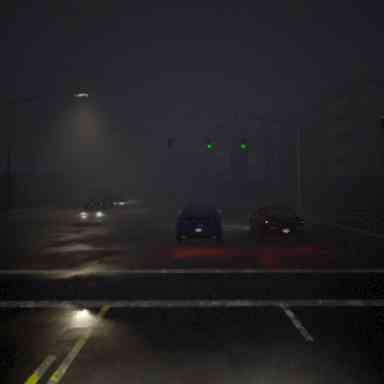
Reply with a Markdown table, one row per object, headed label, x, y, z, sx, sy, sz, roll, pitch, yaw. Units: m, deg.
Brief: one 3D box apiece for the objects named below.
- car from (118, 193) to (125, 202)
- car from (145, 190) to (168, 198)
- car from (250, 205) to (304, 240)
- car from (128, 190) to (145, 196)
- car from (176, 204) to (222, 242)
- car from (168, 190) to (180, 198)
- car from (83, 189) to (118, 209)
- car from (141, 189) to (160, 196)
| label | x | y | z | sx | sy | sz | roll | pitch | yaw |
| --- | --- | --- | --- | --- | --- | --- | --- | --- | --- |
| car | -11.074 | 0.827 | 49.857 | 1.994 | 1.385 | 4.181 | 0 | 1 | -13 |
| car | -7.314 | 0.464 | 68.182 | 1.812 | 1.442 | 4.674 | -1 | 1 | -32 |
| car | 3.879 | 1.330 | 15.632 | 1.812 | 1.442 | 4.674 | 0 | 1 | 3 |
| car | -12.583 | 0.217 | 74.958 | 1.837 | 1.490 | 4.892 | -1 | 1 | -45 |
| car | 0.367 | 1.290 | 15.384 | 1.882 | 1.535 | 5.008 | 0 | 1 | 2 |
| car | -4.218 | 0.407 | 69.815 | 1.837 | 1.490 | 4.892 | -1 | 1 | -32 |
| car | -9.942 | 0.728 | 35.789 | 2.150 | 2.045 | 5.566 | 0 | 1 | 0 |
| car | -9.669 | 0.162 | 76.969 | 1.812 | 1.442 | 4.674 | -1 | 1 | -45 |
